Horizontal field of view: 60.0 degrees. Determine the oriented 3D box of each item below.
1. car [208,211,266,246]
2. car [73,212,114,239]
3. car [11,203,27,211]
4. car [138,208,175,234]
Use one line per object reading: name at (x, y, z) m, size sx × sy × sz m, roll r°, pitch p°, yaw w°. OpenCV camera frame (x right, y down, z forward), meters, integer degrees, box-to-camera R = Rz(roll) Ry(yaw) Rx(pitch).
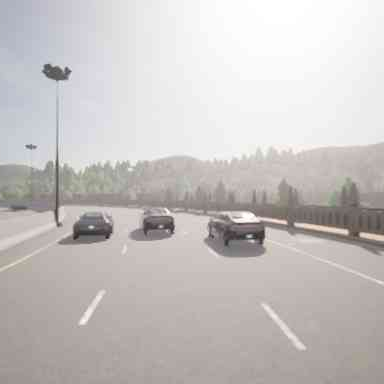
car at (2.040, 1.678, 16.344) m, size 2.128 × 1.511 × 4.902 m, roll 0°, pitch -1°, yaw -9°
car at (-5.588, 1.817, 19.193) m, size 1.994 × 1.385 × 4.181 m, roll 0°, pitch -1°, yaw -11°
car at (-27.080, 2.337, 52.113) m, size 1.895 × 1.301 × 4.718 m, roll 0°, pitch -1°, yaw -34°
car at (-2.306, 1.759, 21.131) m, size 2.128 × 1.511 × 4.902 m, roll 0°, pitch -1°, yaw -13°
